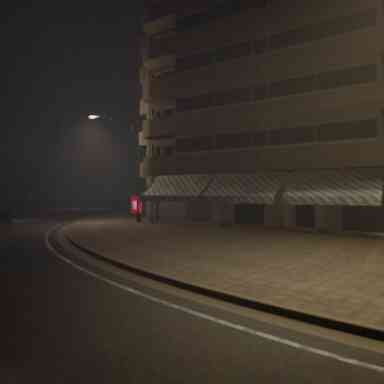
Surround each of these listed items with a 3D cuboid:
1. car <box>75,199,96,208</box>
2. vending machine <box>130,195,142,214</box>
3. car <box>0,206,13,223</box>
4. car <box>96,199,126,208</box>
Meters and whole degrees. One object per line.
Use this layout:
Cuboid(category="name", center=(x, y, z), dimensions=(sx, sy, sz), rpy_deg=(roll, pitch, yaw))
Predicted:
Cuboid(category="car", center=(-16.062, 1.799, 51.795), dimensions=(1.994, 1.385, 4.181), rpy_deg=(0, 0, 28))
Cuboid(category="vending machine", center=(-6.094, 1.365, 36.281), dimensions=(1.100, 2.100, 0.880), rpy_deg=(0, 0, 14))
Cuboid(category="car", center=(-14.568, 1.629, 24.012), dimensions=(1.812, 1.442, 4.674), rpy_deg=(0, 0, -9))
Cuboid(category="car", center=(-12.194, 1.764, 51.649), dimensions=(1.812, 1.442, 4.674), rpy_deg=(0, 0, 30))
